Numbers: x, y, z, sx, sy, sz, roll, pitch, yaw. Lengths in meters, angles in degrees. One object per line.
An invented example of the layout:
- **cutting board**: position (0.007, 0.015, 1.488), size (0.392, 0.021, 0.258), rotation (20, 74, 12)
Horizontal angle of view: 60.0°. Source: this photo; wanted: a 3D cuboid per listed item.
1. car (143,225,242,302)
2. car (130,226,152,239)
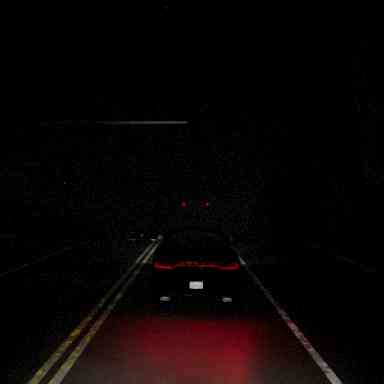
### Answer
- **car**: position (0.084, 1.594, 8.582), size (1.882, 1.535, 5.008), rotation (1, -1, 0)
- **car**: position (-3.590, 3.415, 26.158), size (1.837, 1.490, 4.892), rotation (0, -14, 0)
